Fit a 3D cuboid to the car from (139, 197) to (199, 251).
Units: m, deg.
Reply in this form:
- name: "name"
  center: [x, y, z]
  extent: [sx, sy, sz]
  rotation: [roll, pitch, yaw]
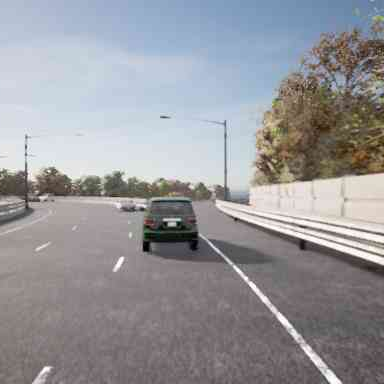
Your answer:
- name: "car"
  center: [-1.083, 1.233, 14.472]
  extent: [2.150, 2.045, 5.566]
  rotation: [0, 0, -8]

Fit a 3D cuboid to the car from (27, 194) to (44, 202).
- name: "car"
  center: [-38.198, 1.731, 79.607]
  extent: [4.902, 1.511, 2.128]
  rotation: [0, 0, 41]

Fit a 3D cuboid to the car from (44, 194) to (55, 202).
- name: "car"
  center: [-35.987, 1.417, 82.317]
  extent: [5.566, 2.045, 2.150]
  rotation: [0, 0, 41]

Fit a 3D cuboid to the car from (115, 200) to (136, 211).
- name: "car"
  center: [-8.544, 1.653, 42.347]
  extent: [1.895, 1.301, 4.718]
  rotation: [-1, 0, -22]

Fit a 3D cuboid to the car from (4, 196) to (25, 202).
- name: "car"
  center: [-41.388, 1.740, 77.777]
  extent: [4.674, 1.442, 1.812]
  rotation: [0, 0, 41]
